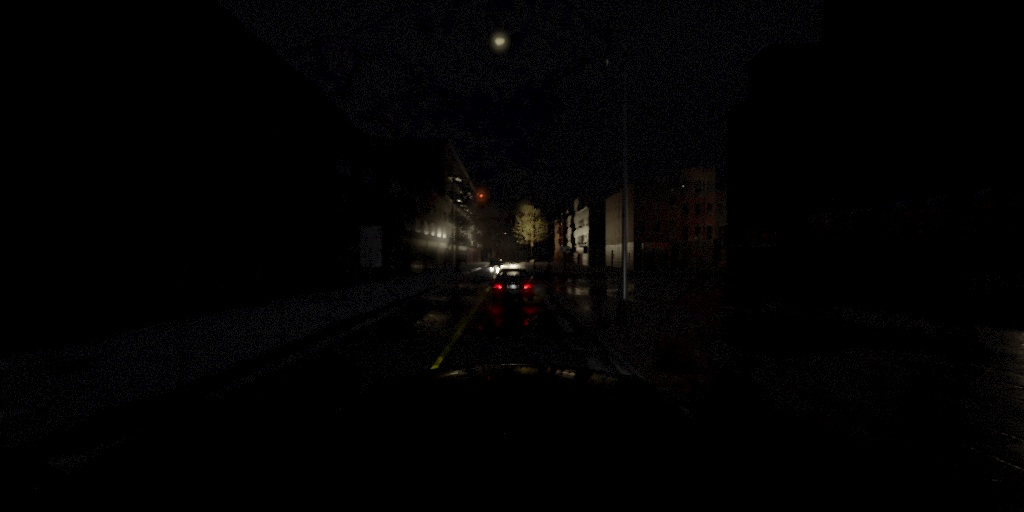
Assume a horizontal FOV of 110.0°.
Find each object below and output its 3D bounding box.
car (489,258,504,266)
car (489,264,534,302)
[{"bbox_3d":[-2.816,1.129,60.752,2.128,1.511,4.902,0,0,1],"label":"car"},{"bbox_3d":[0.057,1.262,16.840,2.033,1.411,5.357,0,0,0],"label":"car"}]
